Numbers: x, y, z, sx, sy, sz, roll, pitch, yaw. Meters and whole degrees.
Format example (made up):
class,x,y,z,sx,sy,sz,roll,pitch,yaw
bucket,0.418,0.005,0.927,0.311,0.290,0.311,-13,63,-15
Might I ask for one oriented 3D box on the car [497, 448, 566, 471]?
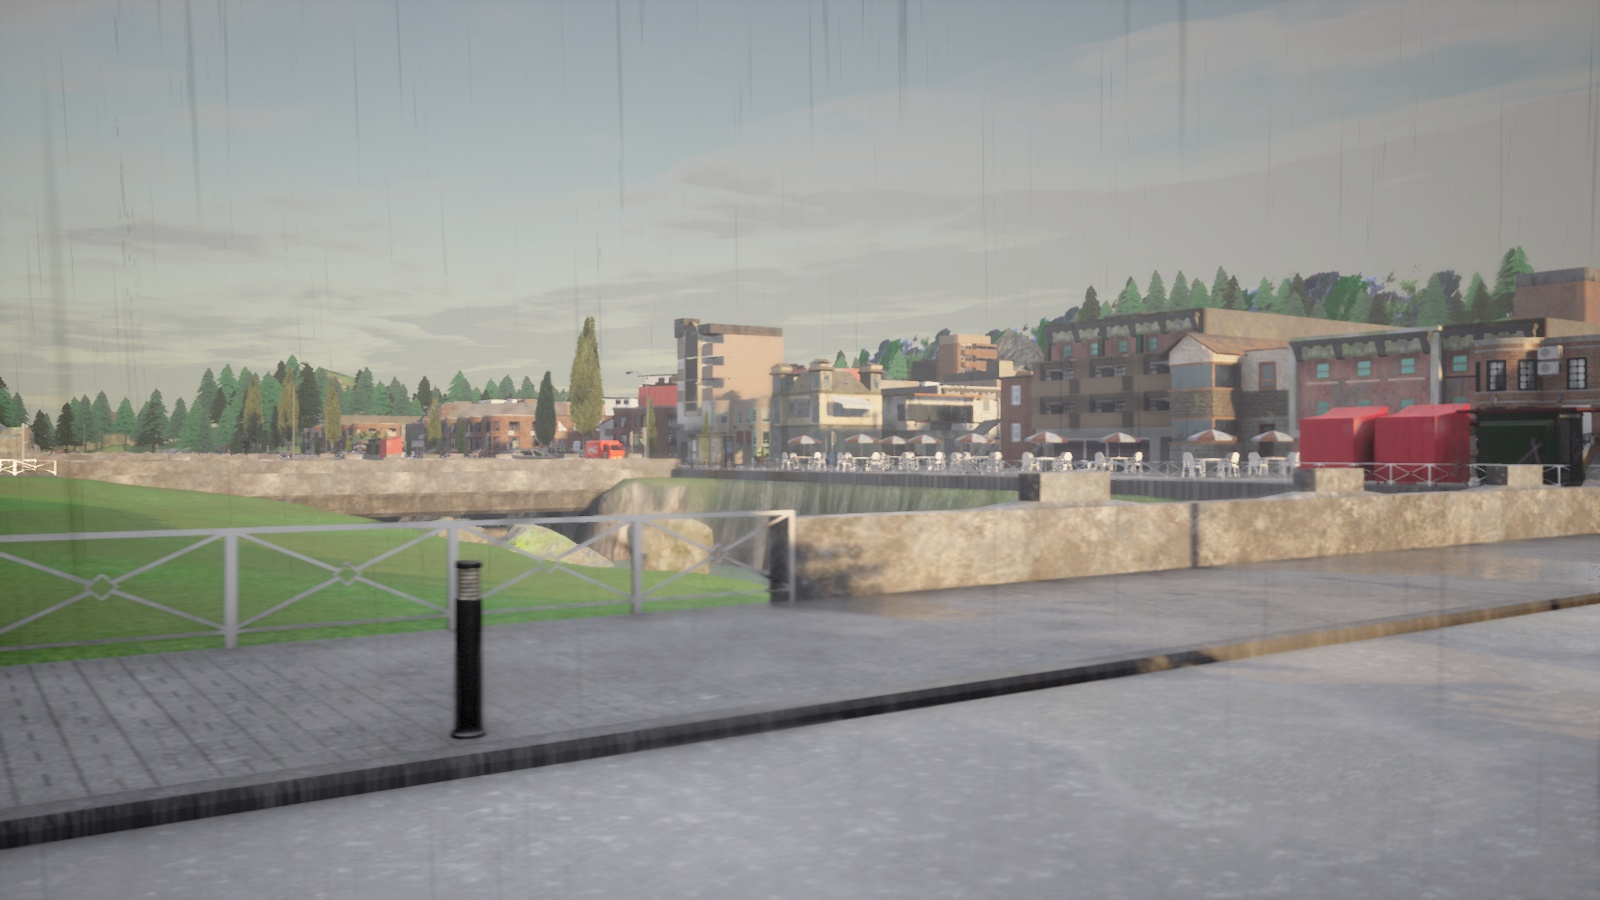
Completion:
class,x,y,z,sx,sy,sz,roll,pitch,yaw
car,-20.401,0.733,95.353,4.611,1.667,2.242,0,0,-35

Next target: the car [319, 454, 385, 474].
class,x,y,z,sx,sy,sz,roll,pitch,yaw
car,-32.698,1.012,91.672,4.181,1.385,1.994,0,0,-35
